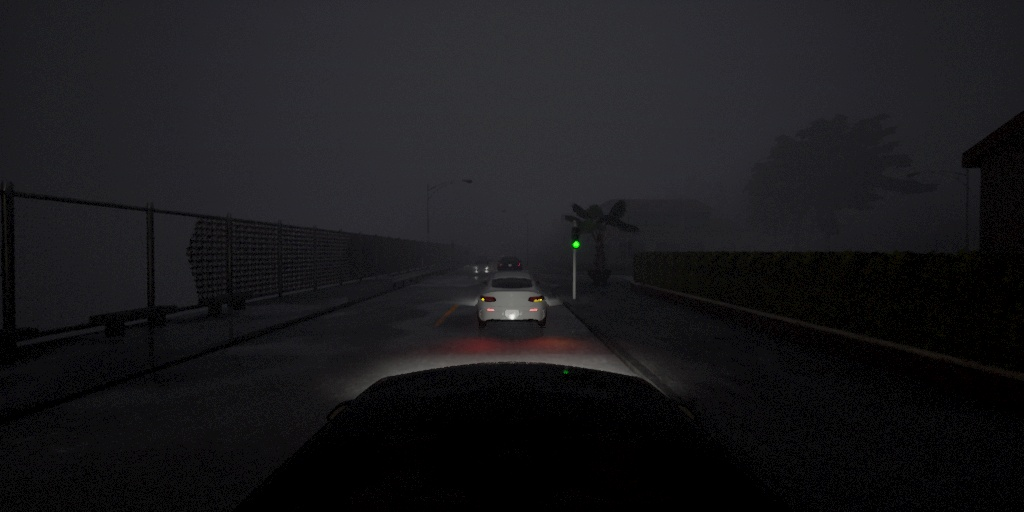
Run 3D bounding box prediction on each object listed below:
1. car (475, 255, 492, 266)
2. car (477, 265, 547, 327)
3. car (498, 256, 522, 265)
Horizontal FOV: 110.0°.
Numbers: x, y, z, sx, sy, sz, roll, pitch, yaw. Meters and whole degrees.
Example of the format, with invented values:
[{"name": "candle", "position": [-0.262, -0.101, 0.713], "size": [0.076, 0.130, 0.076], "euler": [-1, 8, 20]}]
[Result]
[{"name": "car", "position": [-4.567, 0.718, 55.293], "size": [1.812, 1.442, 4.674], "euler": [0, 0, 0]}, {"name": "car", "position": [-0.010, 1.179, 10.912], "size": [1.812, 1.442, 4.674], "euler": [0, 1, 0]}, {"name": "car", "position": [-0.190, 0.783, 32.281], "size": [2.097, 1.767, 4.553], "euler": [0, 1, 0]}]
